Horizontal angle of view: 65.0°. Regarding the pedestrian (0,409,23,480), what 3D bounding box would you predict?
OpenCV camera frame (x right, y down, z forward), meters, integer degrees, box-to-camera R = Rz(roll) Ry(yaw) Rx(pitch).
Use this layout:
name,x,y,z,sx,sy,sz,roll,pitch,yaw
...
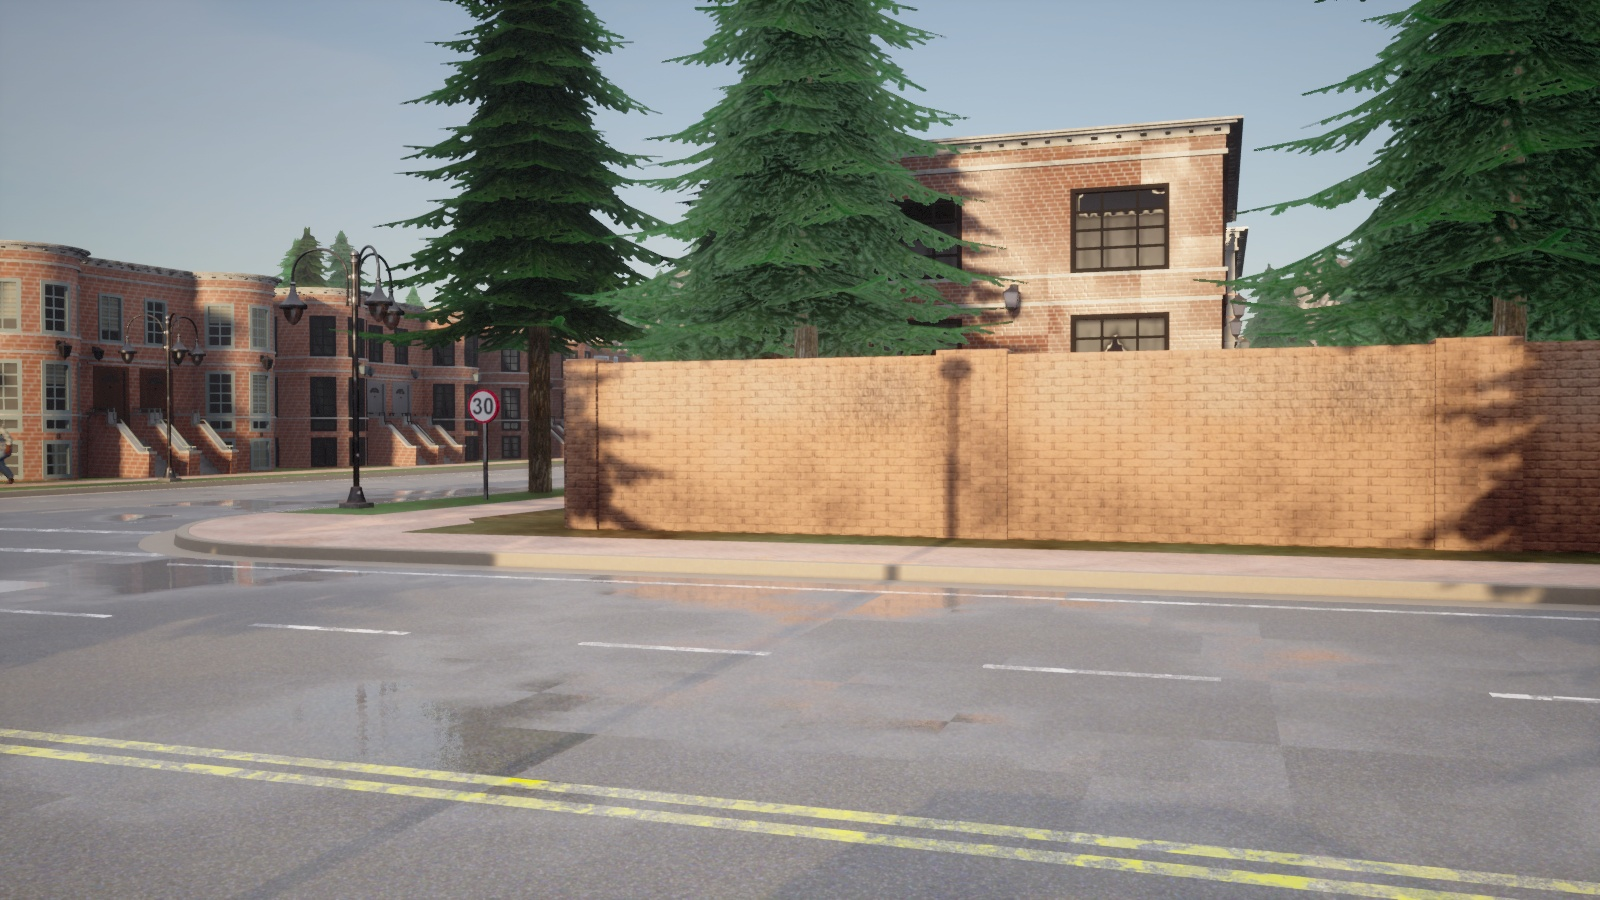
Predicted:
name,x,y,z,sx,sy,sz,roll,pitch,yaw
pedestrian,-21.295,-0.157,33.258,0.874,1.855,0.900,1,1,26
